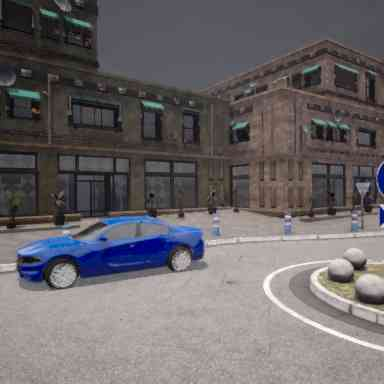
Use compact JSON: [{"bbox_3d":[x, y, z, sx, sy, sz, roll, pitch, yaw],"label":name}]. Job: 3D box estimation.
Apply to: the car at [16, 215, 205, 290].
[{"bbox_3d":[-2.008,1.444,9.129,5.008,1.535,1.882,0,0,-31],"label":"car"}]
